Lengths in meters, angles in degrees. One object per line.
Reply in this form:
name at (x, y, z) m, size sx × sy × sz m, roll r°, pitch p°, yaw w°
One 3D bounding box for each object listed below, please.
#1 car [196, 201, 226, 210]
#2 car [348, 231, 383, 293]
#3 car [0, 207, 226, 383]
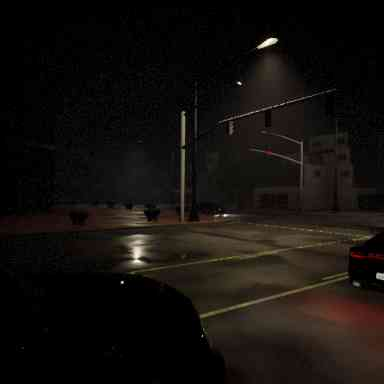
car at (1.757, 1.656, 36.105) m, size 1.994 × 1.385 × 4.181 m, roll 1°, pitch -1°, yaw -35°
car at (5.718, 1.498, 7.862) m, size 5.008 × 1.535 × 1.882 m, roll 0°, pitch 0°, yaw -35°
car at (-2.361, 1.222, 2.060) m, size 5.566 × 2.045 × 2.150 m, roll 0°, pitch 0°, yaw -36°
